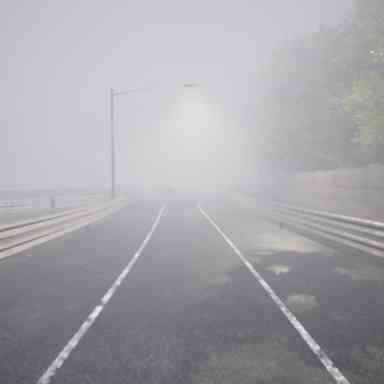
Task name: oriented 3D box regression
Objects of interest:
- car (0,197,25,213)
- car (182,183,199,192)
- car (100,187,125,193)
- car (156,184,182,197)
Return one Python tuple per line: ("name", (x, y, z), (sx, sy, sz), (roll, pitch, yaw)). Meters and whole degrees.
("car", (-15.596, 1.022, 25.605), (2.033, 1.411, 5.357), (1, 2, 23))
("car", (-0.891, -0.652, 68.640), (1.994, 1.385, 4.181), (1, 2, 24))
("car", (-12.190, 0.004, 51.360), (1.837, 1.490, 4.892), (1, 2, 23))
("car", (-3.974, -0.088, 52.695), (2.128, 1.511, 4.902), (1, 3, 23))
